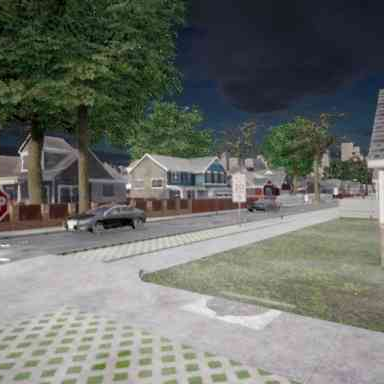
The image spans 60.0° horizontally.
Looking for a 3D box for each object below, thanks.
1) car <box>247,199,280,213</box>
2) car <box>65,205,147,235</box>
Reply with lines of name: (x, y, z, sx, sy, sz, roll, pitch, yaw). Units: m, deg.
car: (7.994, 1.497, 36.573, 2.033, 1.411, 5.357, -1, -1, 35)
car: (-4.676, 1.478, 18.720, 2.128, 1.511, 4.902, -1, -1, 35)
